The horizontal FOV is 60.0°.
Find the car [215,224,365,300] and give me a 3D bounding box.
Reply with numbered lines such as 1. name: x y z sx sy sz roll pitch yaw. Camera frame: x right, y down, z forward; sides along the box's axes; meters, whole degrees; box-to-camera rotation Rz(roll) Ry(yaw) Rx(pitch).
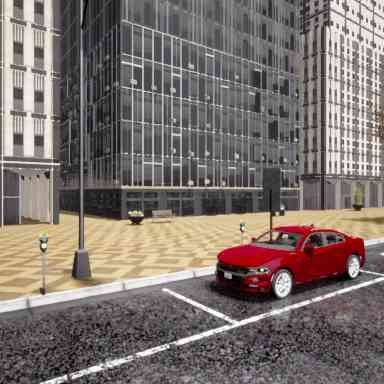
1. car: 2.596 1.545 8.414 4.507 1.381 1.887 0 0 -36
